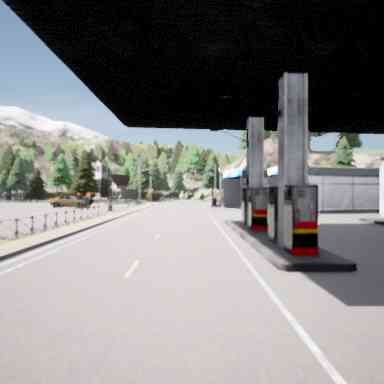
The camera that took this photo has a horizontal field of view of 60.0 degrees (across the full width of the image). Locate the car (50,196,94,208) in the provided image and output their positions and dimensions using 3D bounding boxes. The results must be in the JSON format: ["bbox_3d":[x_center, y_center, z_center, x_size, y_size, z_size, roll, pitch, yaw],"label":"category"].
[{"bbox_3d":[-16.434,1.312,44.900,5.027,1.636,2.152,0,0,-1],"label":"car"}]

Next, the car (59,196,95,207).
[{"bbox_3d":[-16.504,1.321,48.037,4.514,1.523,2.007,0,0,-1],"label":"car"}]
